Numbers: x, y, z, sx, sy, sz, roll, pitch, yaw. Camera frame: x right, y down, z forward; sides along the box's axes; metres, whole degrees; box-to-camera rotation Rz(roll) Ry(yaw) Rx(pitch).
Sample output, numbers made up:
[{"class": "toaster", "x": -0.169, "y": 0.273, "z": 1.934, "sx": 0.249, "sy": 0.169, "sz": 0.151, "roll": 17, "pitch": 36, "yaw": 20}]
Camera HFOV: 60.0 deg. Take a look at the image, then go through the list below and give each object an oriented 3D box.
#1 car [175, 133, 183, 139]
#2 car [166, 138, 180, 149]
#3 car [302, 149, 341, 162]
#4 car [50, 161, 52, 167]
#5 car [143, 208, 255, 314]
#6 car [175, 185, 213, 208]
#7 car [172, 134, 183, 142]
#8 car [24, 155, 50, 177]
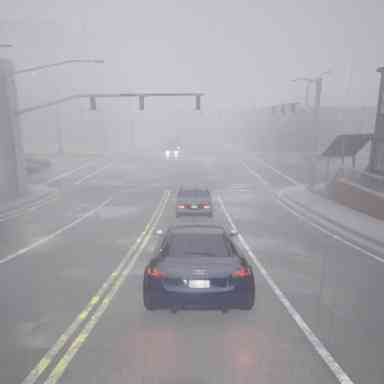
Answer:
[{"class": "car", "x": -3.412, "y": -14.798, "z": 87.998, "sx": 1.812, "sy": 1.442, "sz": 4.674, "roll": 0, "pitch": 12, "yaw": 0}, {"class": "car", "x": -3.514, "y": -8.298, "z": 58.762, "sx": 1.895, "sy": 1.301, "sz": 4.718, "roll": 0, "pitch": 12, "yaw": -2}, {"class": "car", "x": 16.159, "y": -4.555, "z": 41.346, "sx": 4.674, "sy": 1.442, "sz": 1.812, "roll": 0, "pitch": 12, "yaw": 0}, {"class": "car", "x": -17.130, "y": -3.052, "z": 34.448, "sx": 4.892, "sy": 1.490, "sz": 1.837, "roll": -1, "pitch": 12, "yaw": 0}, {"class": "car", "x": 0.110, "y": 1.346, "z": 7.386, "sx": 1.994, "sy": 1.385, "sz": 4.181, "roll": 0, "pitch": 3, "yaw": 0}, {"class": "car", "x": 0.110, "y": 0.360, "z": 17.271, "sx": 2.033, "sy": 1.411, "sz": 5.357, "roll": 0, "pitch": 8, "yaw": 0}, {"class": "car", "x": -3.432, "y": -10.494, "z": 68.408, "sx": 2.128, "sy": 1.511, "sz": 4.902, "roll": 0, "pitch": 12, "yaw": 0}, {"class": "car", "x": -16.435, "y": -2.313, "z": 31.008, "sx": 4.902, "sy": 1.511, "sz": 2.128, "roll": 0, "pitch": 12, "yaw": 0}]
